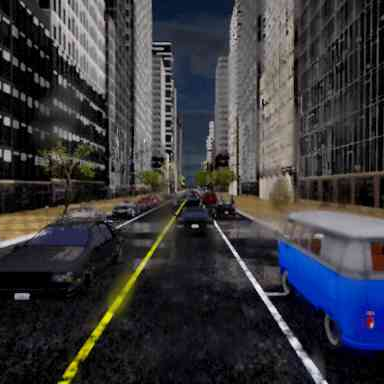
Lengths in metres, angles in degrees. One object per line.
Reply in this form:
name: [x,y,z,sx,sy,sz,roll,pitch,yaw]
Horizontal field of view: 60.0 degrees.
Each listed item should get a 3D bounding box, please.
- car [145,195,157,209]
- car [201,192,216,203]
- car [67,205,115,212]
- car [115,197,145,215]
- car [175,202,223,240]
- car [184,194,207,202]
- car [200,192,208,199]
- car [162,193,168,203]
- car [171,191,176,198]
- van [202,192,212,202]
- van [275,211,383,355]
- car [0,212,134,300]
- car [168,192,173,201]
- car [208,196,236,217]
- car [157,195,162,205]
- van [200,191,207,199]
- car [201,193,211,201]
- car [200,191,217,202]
car: [-5.615,1.312,39.995,1.802,1.307,4.206,-1,0,0]
car: [2.799,0.928,57.027,2.192,1.841,5.009,-1,0,0]
car: [-5.663,1.434,17.261,2.008,1.369,4.403,-1,0,0]
car: [-5.638,1.358,28.628,2.008,1.369,4.403,-1,0,0]
car: [0.133,1.438,16.133,2.033,1.411,5.357,0,0,0]
car: [0.175,1.255,34.932,2.128,1.511,4.902,0,0,0]
car: [2.848,0.897,79.761,1.967,1.590,4.097,-1,0,0]
car: [-5.579,1.140,56.876,1.752,1.417,4.829,-1,0,0]
car: [-5.531,1.008,79.780,2.008,1.369,4.403,-1,0,0]
van: [2.812,0.916,62.710,1.690,1.788,3.998,-1,0,0]
van: [2.692,1.301,5.875,1.690,1.788,3.998,-1,0,0]
car: [-3.081,1.488,8.702,2.033,1.411,5.357,0,0,0]
car: [-5.555,1.102,68.413,1.947,1.339,4.313,-1,0,0]
car: [2.742,1.357,28.610,2.008,1.369,4.403,-1,0,0]
car: [-5.604,1.131,45.677,1.967,1.590,4.097,-1,0,0]
van: [2.859,0.758,85.444,1.690,1.788,3.998,-1,0,0]
car: [2.825,0.975,68.394,1.967,1.590,4.097,-1,0,0]
car: [2.787,0.967,51.343,2.192,1.841,5.009,-1,0,0]
